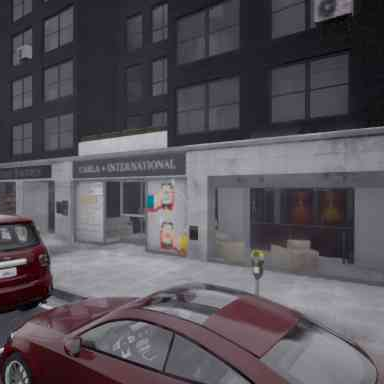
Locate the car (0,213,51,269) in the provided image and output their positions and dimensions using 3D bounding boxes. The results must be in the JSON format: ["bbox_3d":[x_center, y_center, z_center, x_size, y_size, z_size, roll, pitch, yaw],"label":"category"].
[{"bbox_3d":[-4.752,1.314,6.448,5.009,1.841,2.192,0,0,35],"label":"car"}]

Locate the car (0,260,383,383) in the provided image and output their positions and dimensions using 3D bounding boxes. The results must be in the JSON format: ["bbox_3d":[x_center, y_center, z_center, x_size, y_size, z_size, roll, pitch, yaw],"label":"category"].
[{"bbox_3d":[-0.137,1.582,3.170,4.206,1.307,1.802,0,0,35],"label":"car"}]
